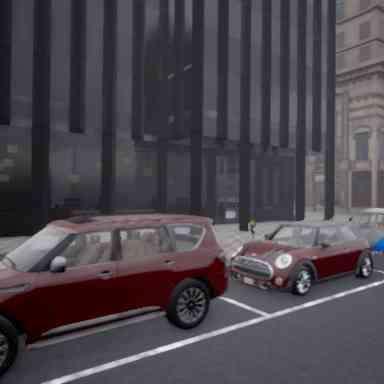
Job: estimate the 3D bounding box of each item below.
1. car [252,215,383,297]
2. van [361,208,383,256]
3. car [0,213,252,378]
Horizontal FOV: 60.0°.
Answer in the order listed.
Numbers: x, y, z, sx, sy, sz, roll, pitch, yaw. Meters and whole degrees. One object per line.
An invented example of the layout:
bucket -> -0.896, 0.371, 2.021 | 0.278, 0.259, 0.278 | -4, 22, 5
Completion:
car -> 2.916, 1.509, 8.726 | 4.097, 1.590, 1.967 | 1, 0, -36
van -> 7.475, 1.463, 11.980 | 3.998, 1.788, 1.690 | 1, 0, -36
car -> -1.643, 1.331, 5.472 | 5.009, 1.841, 2.192 | 1, 0, -36
